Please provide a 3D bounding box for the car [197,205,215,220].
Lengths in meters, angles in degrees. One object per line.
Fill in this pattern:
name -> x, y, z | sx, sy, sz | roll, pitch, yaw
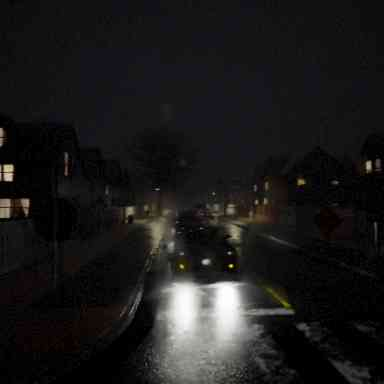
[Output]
car -> 1.729, 2.753, 41.692 | 2.033, 1.411, 5.357 | 0, -2, -2

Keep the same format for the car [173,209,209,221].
car -> -0.173, 2.146, 21.998 | 1.837, 1.490, 4.892 | 0, -2, -3

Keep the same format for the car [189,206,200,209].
car -> -0.724, 2.464, 33.121 | 2.128, 1.511, 4.902 | 0, -2, -3

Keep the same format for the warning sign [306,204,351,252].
warning sign -> 5.592, 1.466, 13.732 | 1.300, 1.860, 1.060 | -2, -3, -3

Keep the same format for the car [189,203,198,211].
car -> 0.311, 3.907, 87.490 | 2.097, 1.767, 4.553 | -2, -2, -3

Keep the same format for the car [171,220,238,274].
car -> 0.347, 1.899, 11.627 | 1.994, 1.385, 4.181 | 0, -2, -2

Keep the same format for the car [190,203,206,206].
car -> 1.158, 2.743, 52.150 | 2.150, 2.045, 5.566 | 0, -2, -3
